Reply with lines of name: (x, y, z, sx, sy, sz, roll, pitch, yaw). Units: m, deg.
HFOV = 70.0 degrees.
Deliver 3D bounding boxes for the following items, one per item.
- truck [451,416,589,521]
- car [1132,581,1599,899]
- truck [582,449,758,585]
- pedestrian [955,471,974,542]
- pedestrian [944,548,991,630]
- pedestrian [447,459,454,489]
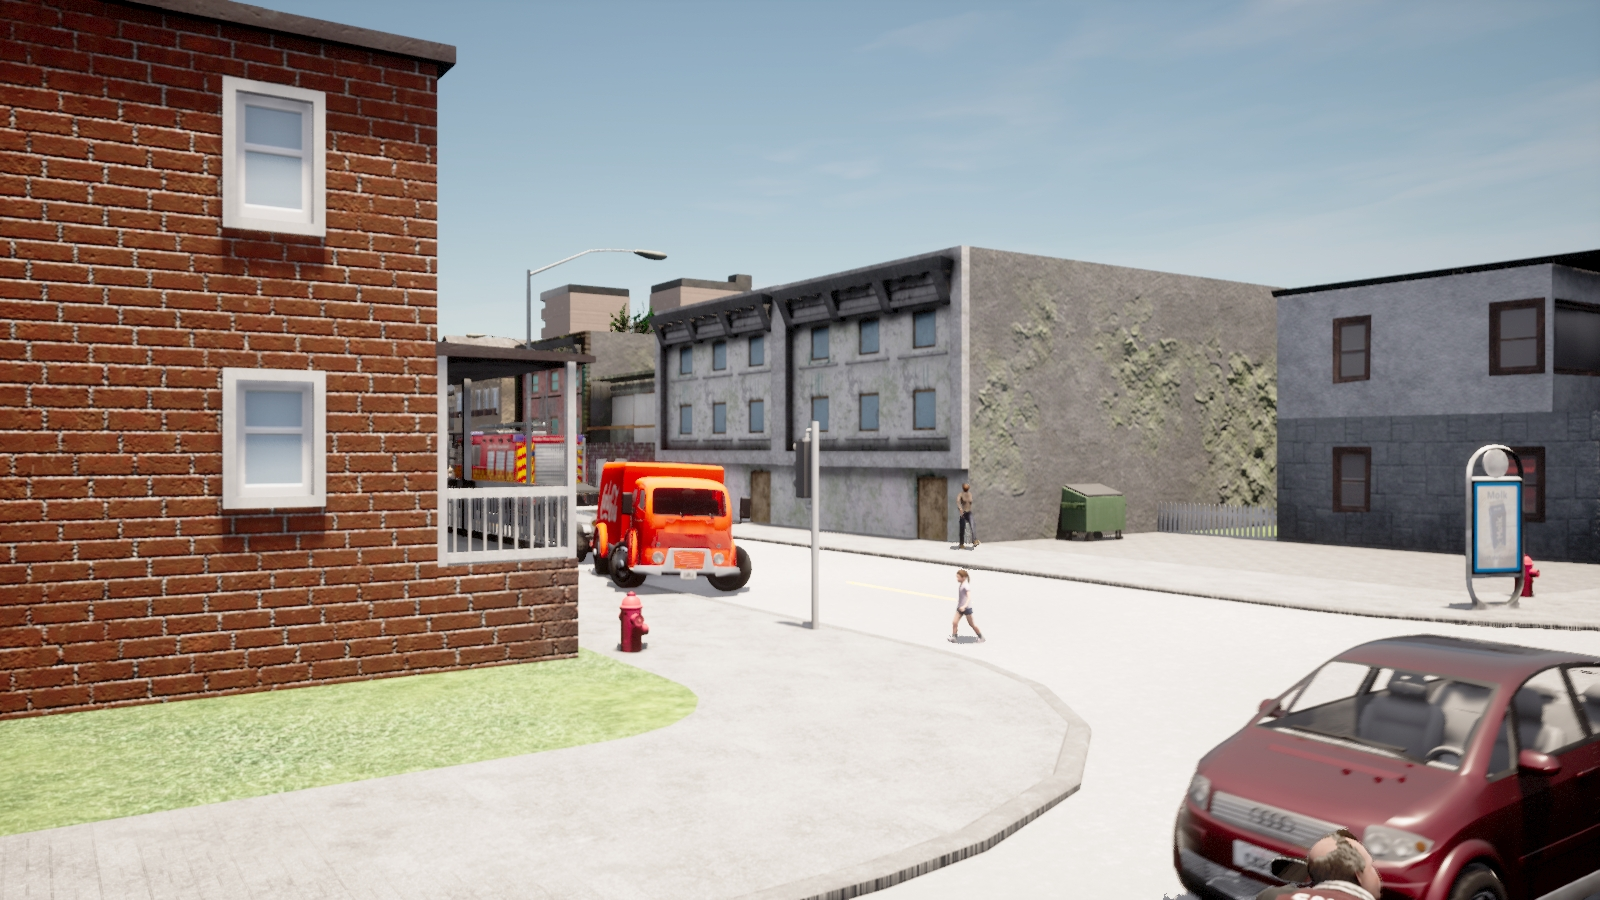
truck: (-11.425, 0.659, 45.913, 2.891, 3.827, 8.468, 0, 0, -32)
car: (4.034, 1.800, 7.169, 3.705, 1.549, 1.789, 0, 0, -34)
truck: (-2.868, 1.286, 23.855, 2.627, 2.467, 5.204, 3, -1, -17)
pedestrian: (4.420, 1.509, 30.651, 0.375, 1.860, 0.375, 0, 0, -18)
pedestrian: (2.421, 2.000, 16.552, 0.500, 1.100, 0.500, 0, 0, -20)
pedestrian: (-21.930, 1.507, 71.761, 0.375, 1.860, 0.375, 0, 0, -25)
